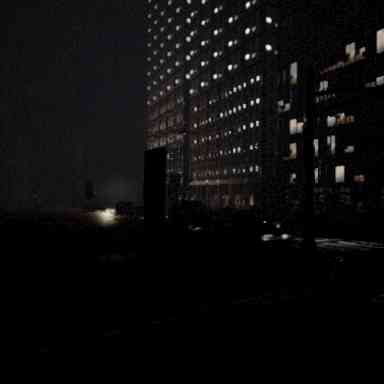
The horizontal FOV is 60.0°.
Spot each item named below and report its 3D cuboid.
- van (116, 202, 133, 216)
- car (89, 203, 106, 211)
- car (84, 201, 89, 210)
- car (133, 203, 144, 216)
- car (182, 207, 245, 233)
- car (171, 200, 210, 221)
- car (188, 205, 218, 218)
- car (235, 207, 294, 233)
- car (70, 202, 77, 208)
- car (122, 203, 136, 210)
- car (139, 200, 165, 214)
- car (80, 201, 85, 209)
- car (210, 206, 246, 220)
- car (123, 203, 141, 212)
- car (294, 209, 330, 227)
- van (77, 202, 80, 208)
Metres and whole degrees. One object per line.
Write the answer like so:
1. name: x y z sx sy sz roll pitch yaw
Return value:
1. van: -8.654 2.154 42.950 1.690 1.788 3.998 0 -1 -26
2. car: -16.163 2.689 58.055 2.008 1.369 4.403 0 -1 -26
3. car: -18.591 2.770 62.940 1.752 1.417 4.829 0 -1 -26
4. car: -5.710 2.389 42.891 1.994 1.385 4.181 1 -2 -27
5. car: 1.362 1.942 22.801 2.008 1.369 4.403 0 -1 -26
6. car: -0.097 1.809 31.587 2.150 2.045 5.566 1 -1 -26
7. car: 1.356 2.394 41.638 1.947 1.339 4.313 0 -1 -26
8. car: 4.262 1.897 22.814 2.128 1.511 4.902 1 -1 -26
9. car: -28.680 3.241 83.235 1.887 1.381 4.507 0 -1 -26
10. car: -13.666 3.064 71.855 1.802 1.307 4.206 0 -1 -26
11. car: -6.192 2.234 50.930 2.150 2.045 5.566 1 -1 -26
12. car: -21.170 2.904 68.127 1.887 1.381 4.507 0 -1 -26
13. car: 3.859 2.289 36.602 1.947 1.339 4.313 0 -1 -26
14. car: -10.821 2.689 60.118 1.882 1.535 5.008 1 -2 -26
15. car: 8.866 2.065 26.529 2.008 1.369 4.403 0 -1 -26
16. van: -23.675 2.813 73.166 1.690 1.788 3.998 0 -1 -26
